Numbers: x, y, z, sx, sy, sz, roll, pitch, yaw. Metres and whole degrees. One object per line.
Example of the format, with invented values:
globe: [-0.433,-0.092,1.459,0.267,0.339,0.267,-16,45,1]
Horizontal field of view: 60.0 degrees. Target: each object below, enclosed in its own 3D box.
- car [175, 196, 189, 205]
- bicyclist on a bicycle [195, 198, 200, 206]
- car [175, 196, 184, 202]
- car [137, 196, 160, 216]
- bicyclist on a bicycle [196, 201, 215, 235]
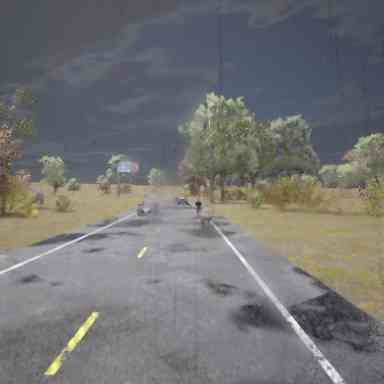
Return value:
car: [-1.576,1.450,56.318,1.812,1.442,4.674,0,0,-3]
bicyclist on a bicycle: [0.539,1.343,27.471,0.659,1.776,1.843,0,0,-2]
car: [-2.828,1.480,73.846,1.895,1.301,4.718,0,0,-4]
car: [-4.170,1.460,32.245,2.128,1.511,4.902,0,0,-2]
bicyclist on a bicycle: [0.798,1.421,17.661,0.866,1.612,1.509,0,0,-1]
